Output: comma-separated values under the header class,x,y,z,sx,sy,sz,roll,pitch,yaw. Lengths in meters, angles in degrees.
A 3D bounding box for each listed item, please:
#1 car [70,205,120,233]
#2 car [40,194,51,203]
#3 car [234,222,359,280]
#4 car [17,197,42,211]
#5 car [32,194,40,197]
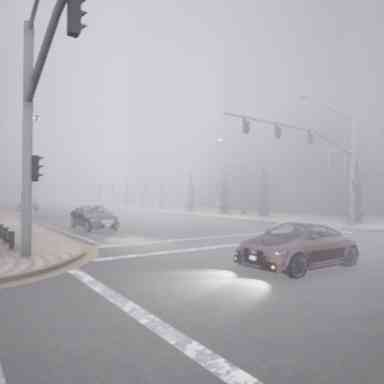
class,x,y,z,sx,sy,sz,roll,pitch,yaw
car,-6.041,1.571,20.382,2.128,1.511,4.902,1,0,-35
car,-37.082,1.903,84.416,1.812,1.442,4.674,1,-1,-34
car,3.322,1.667,10.377,4.181,1.385,1.994,1,-1,-35
car,-20.764,1.688,41.821,2.033,1.411,5.357,1,-1,-34
car,-39.750,1.557,82.125,2.150,2.045,5.566,1,-1,-34
